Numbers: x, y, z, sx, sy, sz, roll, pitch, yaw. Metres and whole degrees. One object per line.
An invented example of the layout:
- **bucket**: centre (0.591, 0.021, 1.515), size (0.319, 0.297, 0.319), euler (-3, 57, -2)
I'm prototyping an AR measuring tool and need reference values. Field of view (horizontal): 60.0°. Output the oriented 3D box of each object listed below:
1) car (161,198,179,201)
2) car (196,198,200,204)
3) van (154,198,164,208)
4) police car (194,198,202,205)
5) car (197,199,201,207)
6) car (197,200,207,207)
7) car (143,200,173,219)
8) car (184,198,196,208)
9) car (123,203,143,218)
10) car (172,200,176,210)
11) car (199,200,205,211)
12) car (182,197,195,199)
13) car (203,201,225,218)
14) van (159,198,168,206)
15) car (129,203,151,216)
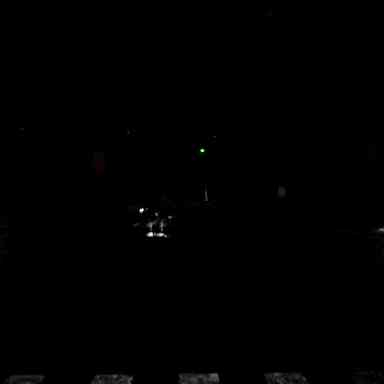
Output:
- **car**: centre (-3.567, 2.128, 53.785), size (1.882, 1.535, 5.008), euler (0, -1, -1)
- **car**: centre (2.199, 2.290, 60.996), size (2.008, 1.369, 4.403), euler (0, -1, -1)
- **van**: centre (-6.373, 2.132, 65.091), size (1.690, 1.788, 3.998), euler (0, -1, -1)
- **police car**: centre (1.491, 2.517, 88.972), size (1.930, 1.638, 5.238), euler (0, -1, -1)
- **car**: centre (2.311, 2.168, 51.126), size (2.008, 1.369, 4.403), euler (0, -1, -1)
- **car**: centre (2.081, 2.437, 71.574), size (1.947, 1.339, 4.313), euler (0, -1, -1)
- **car**: centre (-3.356, 1.897, 33.697), size (2.128, 1.511, 4.902), euler (0, -1, -1)
- **car**: centre (-0.496, 2.379, 64.064), size (1.895, 1.301, 4.718), euler (0, -1, -1)
- **car**: centre (-6.031, 1.968, 34.702), size (2.008, 1.369, 4.403), euler (0, -1, -1)
- **car**: centre (-3.466, 2.126, 43.603), size (1.895, 1.301, 4.718), euler (0, -1, -1)
- **car**: centre (2.372, 2.095, 45.682), size (1.887, 1.381, 4.507), euler (0, -1, -1)
- **car**: centre (-0.703, 2.426, 73.992), size (2.128, 1.511, 4.902), euler (0, -1, -1)
- **car**: centre (2.494, 1.969, 34.795), size (2.008, 1.369, 4.403), euler (0, -1, -1)
- **van**: centre (-6.494, 2.268, 75.916), size (1.690, 1.788, 3.998), euler (0, -1, -1)
- **car**: centre (-6.087, 2.029, 39.694), size (2.008, 1.369, 4.403), euler (0, -1, -1)
